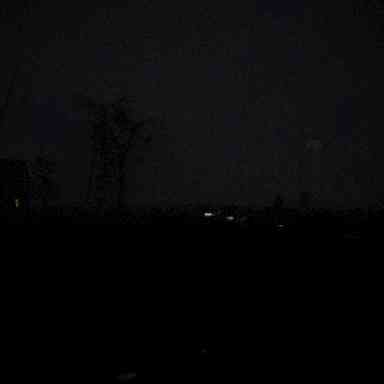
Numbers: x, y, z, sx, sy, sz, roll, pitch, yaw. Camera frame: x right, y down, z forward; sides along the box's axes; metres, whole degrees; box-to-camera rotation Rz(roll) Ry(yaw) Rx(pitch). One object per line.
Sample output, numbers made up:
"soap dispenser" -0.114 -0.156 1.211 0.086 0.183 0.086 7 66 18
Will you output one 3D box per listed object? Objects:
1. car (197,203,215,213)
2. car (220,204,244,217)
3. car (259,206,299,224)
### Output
"car" 2.184 2.528 52.499 2.128 1.511 4.902 1 -2 -14
"car" 4.929 2.315 41.720 1.837 1.490 4.892 1 -2 -14
"car" 7.858 2.082 30.388 1.837 1.490 4.892 1 -2 -15
